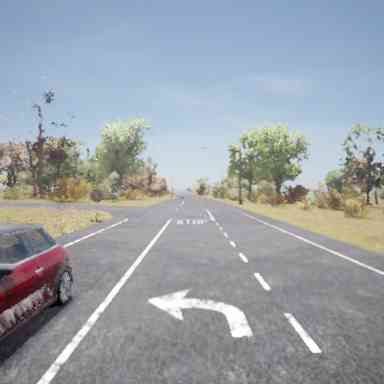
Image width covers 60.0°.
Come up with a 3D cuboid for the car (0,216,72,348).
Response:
[{"bbox_3d":[-3.503,1.349,4.928,2.097,1.767,4.553,0,0,0],"label":"car"}]
